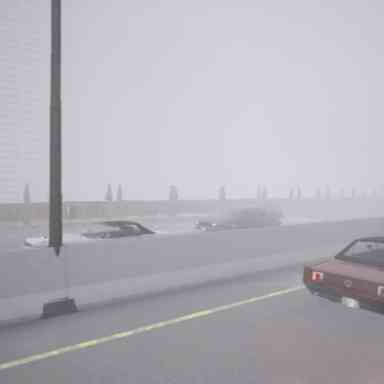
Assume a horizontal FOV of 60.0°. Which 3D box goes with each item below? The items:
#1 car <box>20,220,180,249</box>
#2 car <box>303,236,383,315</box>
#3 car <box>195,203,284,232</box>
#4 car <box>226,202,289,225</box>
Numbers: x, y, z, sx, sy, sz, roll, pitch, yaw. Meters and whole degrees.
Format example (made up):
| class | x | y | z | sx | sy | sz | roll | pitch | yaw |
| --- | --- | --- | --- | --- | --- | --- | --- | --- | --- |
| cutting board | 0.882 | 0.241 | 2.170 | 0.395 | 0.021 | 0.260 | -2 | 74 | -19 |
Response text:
| class | x | y | z | sx | sy | sz | roll | pitch | yaw |
| --- | --- | --- | --- | --- | --- | --- | --- | --- | --- |
| car | -2.780 | 1.599 | 10.605 | 4.718 | 1.301 | 1.895 | 0 | 0 | -35 |
| car | 4.520 | 1.598 | 6.966 | 4.718 | 1.301 | 1.895 | 0 | 0 | -35 |
| car | 2.766 | 1.542 | 18.855 | 5.357 | 1.411 | 2.033 | 0 | 0 | -35 |
| car | 4.911 | 1.518 | 24.679 | 4.674 | 1.442 | 1.812 | 0 | 0 | -35 |
